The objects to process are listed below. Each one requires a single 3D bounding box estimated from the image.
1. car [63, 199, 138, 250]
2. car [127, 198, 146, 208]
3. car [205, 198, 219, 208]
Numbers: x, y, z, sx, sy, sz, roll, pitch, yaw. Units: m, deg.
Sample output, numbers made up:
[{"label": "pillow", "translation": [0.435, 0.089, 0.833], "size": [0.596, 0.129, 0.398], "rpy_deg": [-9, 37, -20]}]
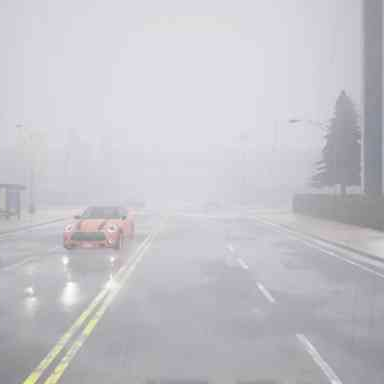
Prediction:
[{"label": "car", "translation": [-3.808, 1.352, 14.288], "size": [2.097, 1.767, 4.553], "rpy_deg": [0, 0, -1]}, {"label": "car", "translation": [-8.392, 1.511, 45.693], "size": [4.181, 1.385, 1.994], "rpy_deg": [0, 0, 29]}, {"label": "car", "translation": [2.803, 1.513, 47.208], "size": [2.033, 1.411, 5.357], "rpy_deg": [0, 0, -1]}]
